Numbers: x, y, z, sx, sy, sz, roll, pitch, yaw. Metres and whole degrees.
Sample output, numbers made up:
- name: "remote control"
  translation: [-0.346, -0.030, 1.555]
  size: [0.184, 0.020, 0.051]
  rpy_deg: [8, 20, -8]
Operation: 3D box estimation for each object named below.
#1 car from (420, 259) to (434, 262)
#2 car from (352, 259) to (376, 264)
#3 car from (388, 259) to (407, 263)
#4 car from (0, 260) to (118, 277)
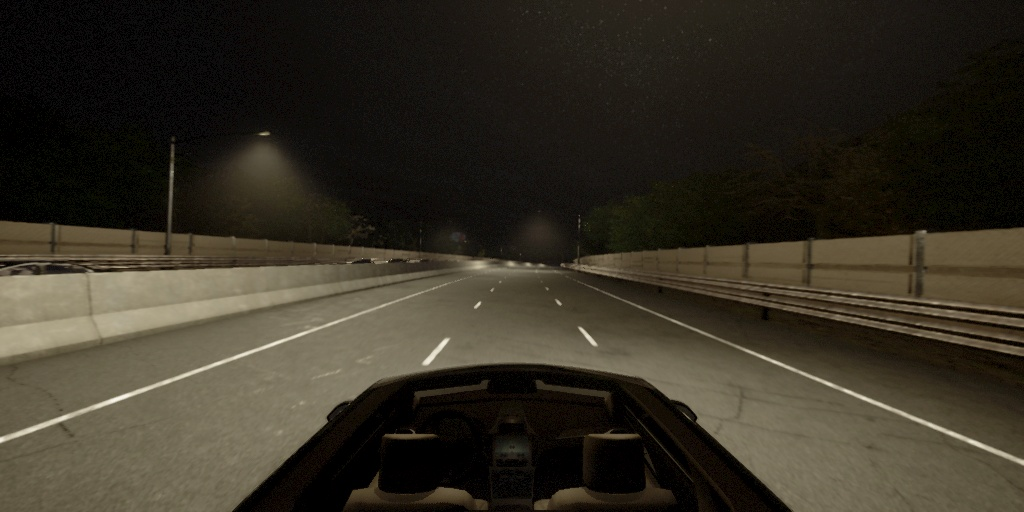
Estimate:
- name: "car"
  translation: [-12.227, 1.249, 51.361]
  size: [1.837, 1.490, 4.892]
  rpy_deg: [2, 0, 4]
- name: "car"
  translation: [-19.456, 1.038, 47.363]
  size: [1.994, 1.385, 4.181]
  rpy_deg: [2, -1, 3]
- name: "car"
  translation: [-15.824, 1.119, 49.737]
  size: [1.837, 1.490, 4.892]
  rpy_deg: [2, 0, 4]
- name: "car"
  translation: [-13.825, 0.854, 9.756]
  size: [2.128, 1.511, 4.902]
  rpy_deg: [2, 0, 1]
